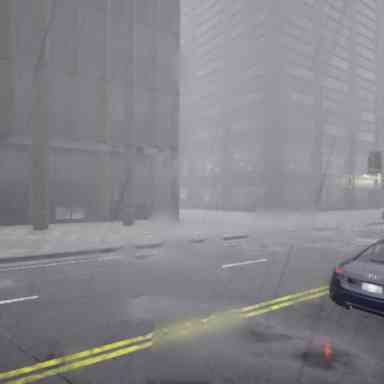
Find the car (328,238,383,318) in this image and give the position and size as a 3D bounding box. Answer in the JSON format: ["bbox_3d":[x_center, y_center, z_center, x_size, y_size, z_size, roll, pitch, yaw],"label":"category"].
[{"bbox_3d":[4.701,1.621,6.831,4.181,1.385,1.994,0,0,-35],"label":"car"}]
